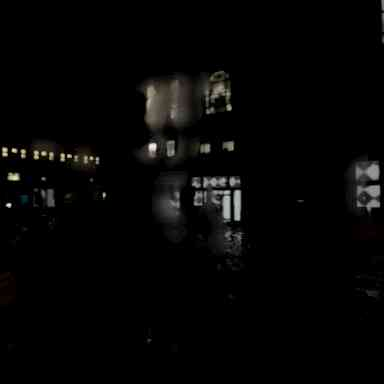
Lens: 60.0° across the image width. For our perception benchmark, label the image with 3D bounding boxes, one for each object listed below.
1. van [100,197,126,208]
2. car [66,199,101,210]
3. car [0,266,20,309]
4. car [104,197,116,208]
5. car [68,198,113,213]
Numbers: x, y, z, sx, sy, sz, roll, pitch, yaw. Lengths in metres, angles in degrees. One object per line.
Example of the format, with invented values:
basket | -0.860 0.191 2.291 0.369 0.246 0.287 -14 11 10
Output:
van | -12.917 1.679 54.410 1.690 1.788 3.998 -1 -1 35
car | -16.191 1.835 49.748 1.752 1.417 4.829 -1 -1 35
car | -5.320 1.556 6.669 4.829 1.417 1.752 0 0 36
car | -12.618 1.876 50.301 1.994 1.385 4.181 0 0 35
car | -12.370 1.798 40.519 1.887 1.381 4.507 -1 -1 35
